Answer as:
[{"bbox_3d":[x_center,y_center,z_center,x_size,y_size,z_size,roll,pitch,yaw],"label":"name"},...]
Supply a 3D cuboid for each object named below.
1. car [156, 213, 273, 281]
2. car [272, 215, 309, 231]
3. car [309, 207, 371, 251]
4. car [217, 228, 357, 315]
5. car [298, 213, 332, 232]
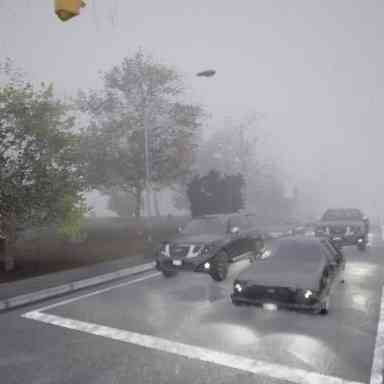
[{"bbox_3d":[0.951,1.839,12.400,2.150,2.045,5.566,-4,-3,31],"label":"car"},{"bbox_3d":[5.946,2.366,20.963,2.128,1.511,4.902,-4,-3,29],"label":"car"},{"bbox_3d":[7.980,1.843,17.511,2.150,2.045,5.566,-4,-3,30],"label":"car"},{"bbox_3d":[2.856,1.909,8.731,2.033,1.411,5.357,-4,-3,31],"label":"car"},{"bbox_3d":[11.389,2.738,30.572,2.033,1.411,5.357,-4,-4,29],"label":"car"}]
